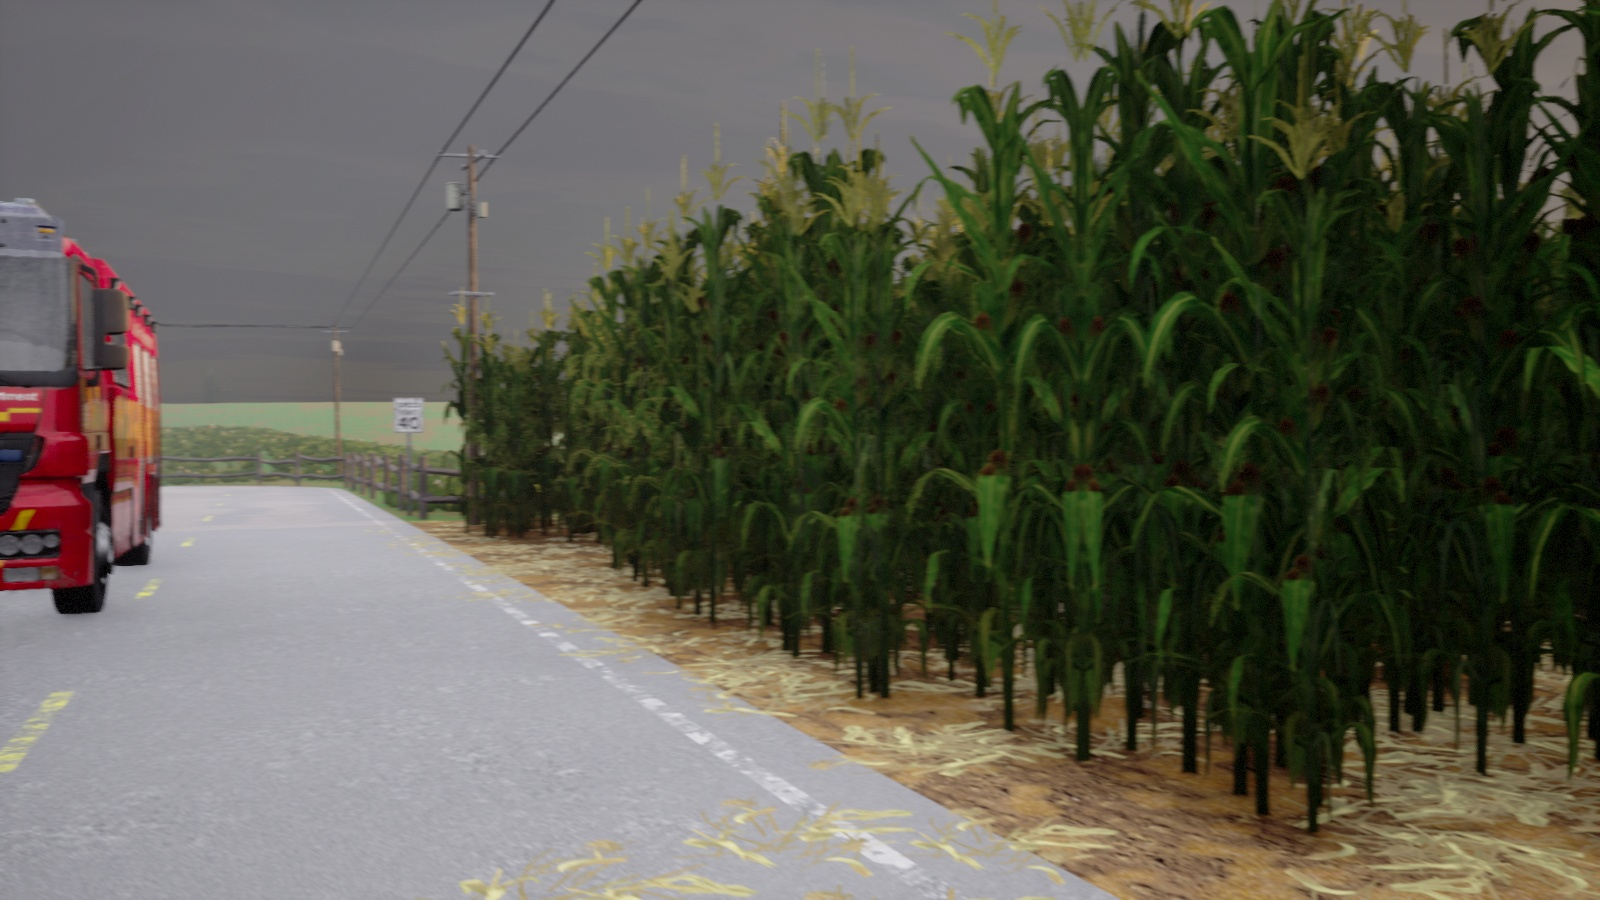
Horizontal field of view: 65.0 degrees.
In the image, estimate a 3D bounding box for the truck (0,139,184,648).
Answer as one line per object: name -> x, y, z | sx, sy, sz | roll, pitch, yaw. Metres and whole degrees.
truck -> -8.351, -0.426, 13.069 | 2.891, 3.827, 8.468 | 0, 0, -22
